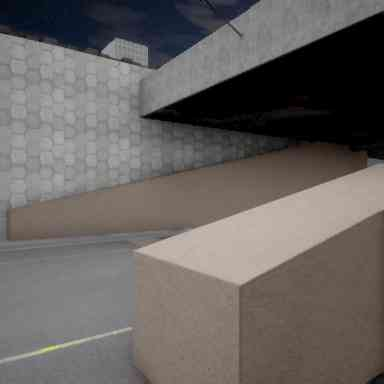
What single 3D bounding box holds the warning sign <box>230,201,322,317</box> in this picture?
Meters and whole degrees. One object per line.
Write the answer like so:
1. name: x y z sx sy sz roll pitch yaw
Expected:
1. warning sign: 1.550 1.114 6.265 1.060 1.860 1.300 0 0 -35
